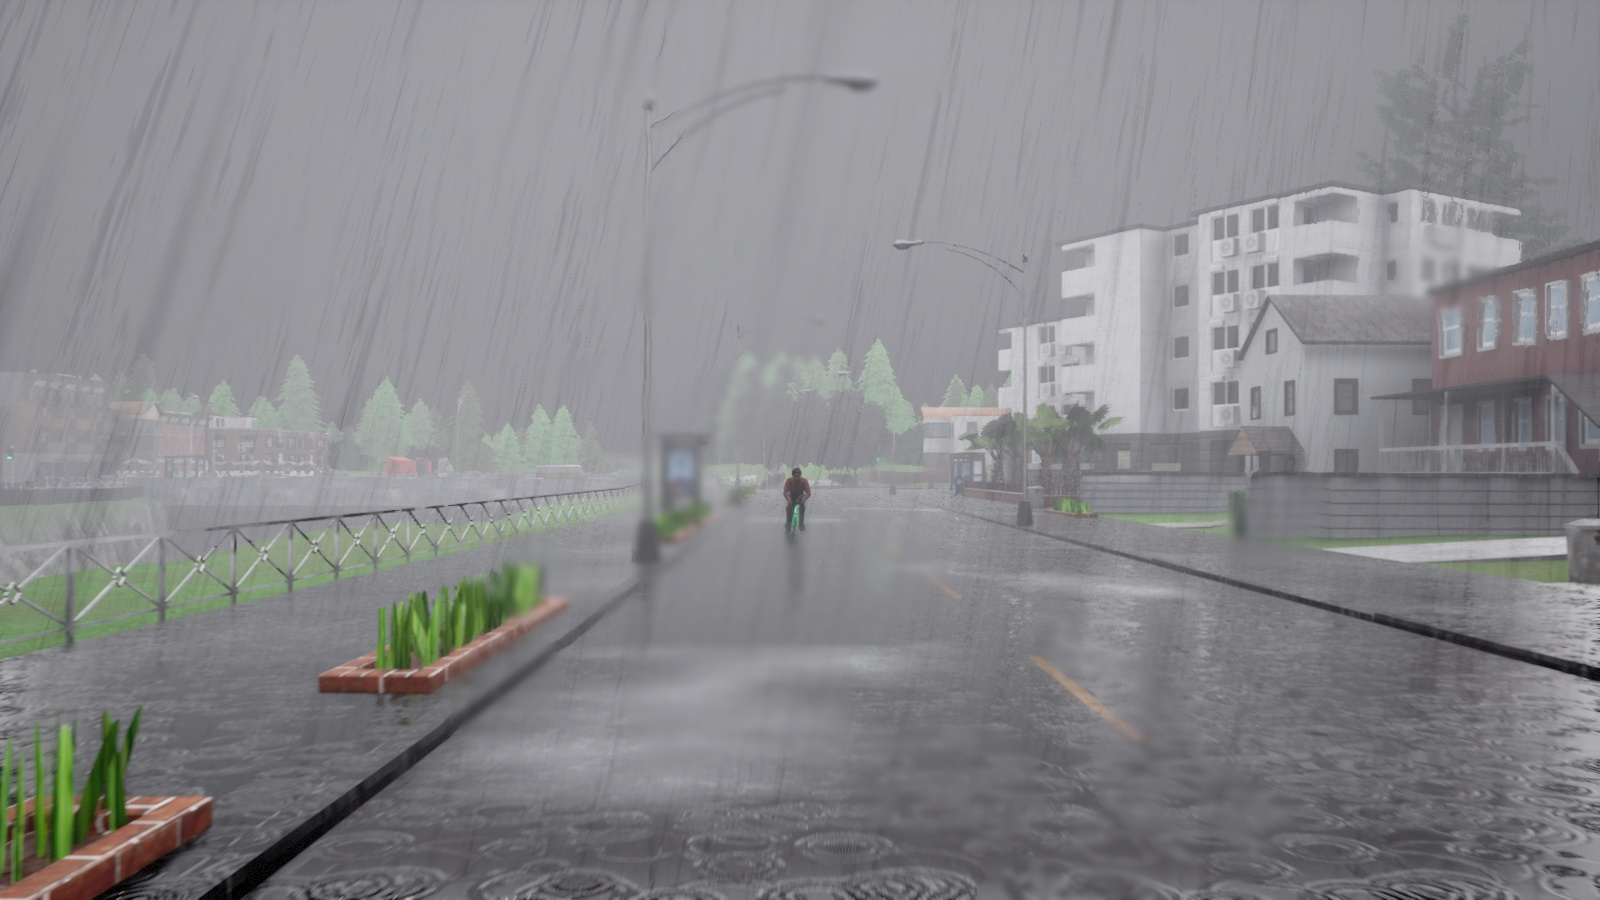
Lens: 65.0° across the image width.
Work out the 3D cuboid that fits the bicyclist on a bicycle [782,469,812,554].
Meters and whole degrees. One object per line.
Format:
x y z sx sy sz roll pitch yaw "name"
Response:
-0.058 1.183 24.822 0.582 1.620 1.656 0 -1 0 "bicyclist on a bicycle"
